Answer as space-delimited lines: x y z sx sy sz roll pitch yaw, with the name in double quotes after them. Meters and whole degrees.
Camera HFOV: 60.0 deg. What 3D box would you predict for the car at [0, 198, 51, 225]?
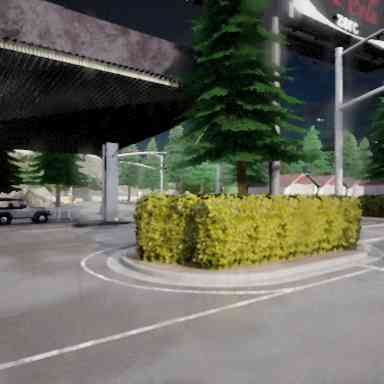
-12.126 1.326 23.370 3.866 1.878 1.905 0 0 -36 "car"
